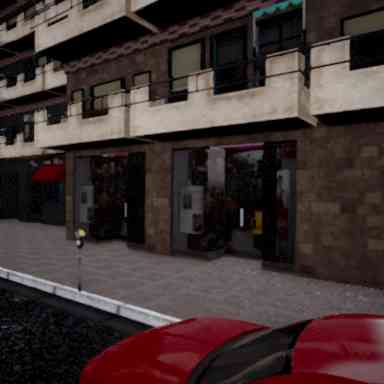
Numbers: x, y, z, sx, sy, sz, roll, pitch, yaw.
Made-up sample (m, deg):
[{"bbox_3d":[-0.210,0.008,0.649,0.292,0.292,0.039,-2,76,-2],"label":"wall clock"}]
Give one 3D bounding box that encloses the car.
[{"bbox_3d":[1.110,1.543,2.078,4.507,1.381,1.887,1,1,35],"label":"car"}]
